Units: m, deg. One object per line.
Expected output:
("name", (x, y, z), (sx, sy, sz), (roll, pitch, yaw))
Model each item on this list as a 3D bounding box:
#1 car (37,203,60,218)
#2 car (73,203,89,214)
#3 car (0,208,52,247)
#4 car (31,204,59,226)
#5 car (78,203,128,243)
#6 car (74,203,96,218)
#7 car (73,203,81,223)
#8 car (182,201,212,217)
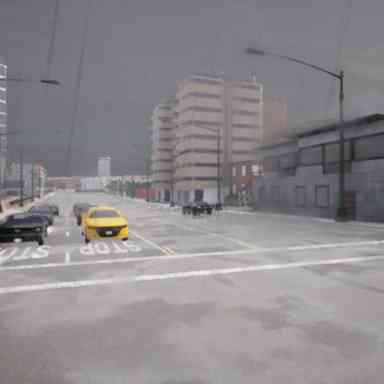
("car", (-15.445, 1.944, 35.974), (1.994, 1.385, 4.181), (0, -1, -21))
("car", (-14.905, 2.111, 44.604), (1.895, 1.301, 4.718), (0, -1, -20))
("car", (-7.685, 1.630, 15.259), (1.895, 1.301, 4.718), (0, -1, -21))
("car", (-11.142, 1.699, 24.481), (2.033, 1.411, 5.357), (0, -1, -21))
("car", (-4.432, 1.496, 16.545), (1.882, 1.535, 5.008), (0, 0, -21))
("car", (-11.306, 1.869, 34.901), (2.033, 1.411, 5.357), (0, -1, -21))
("car", (-7.585, 1.690, 24.944), (1.994, 1.385, 4.181), (0, -1, -21))
("car", (0.419, 1.679, 33.789), (2.128, 1.511, 4.902), (0, -1, -20))
